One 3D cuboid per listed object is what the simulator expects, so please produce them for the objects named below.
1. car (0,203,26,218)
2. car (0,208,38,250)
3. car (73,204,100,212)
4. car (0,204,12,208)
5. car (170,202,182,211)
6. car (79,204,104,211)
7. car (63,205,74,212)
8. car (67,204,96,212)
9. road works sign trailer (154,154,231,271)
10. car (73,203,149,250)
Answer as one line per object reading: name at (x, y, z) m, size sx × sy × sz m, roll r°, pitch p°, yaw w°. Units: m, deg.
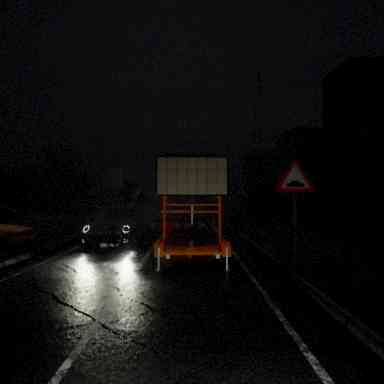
car at (-22.018, 2.127, 38.541) m, size 4.553 × 1.767 × 2.185 m, roll 0°, pitch -2°, yaw 0°
car at (-9.394, 1.586, 14.012) m, size 5.366 × 1.575 × 1.946 m, roll 0°, pitch -1°, yaw 0°
car at (-21.918, 3.280, 69.405) m, size 5.008 × 1.535 × 2.097 m, roll 0°, pitch -2°, yaw 0°
car at (-21.953, 2.189, 35.367) m, size 4.674 × 1.452 × 2.002 m, roll 0°, pitch -2°, yaw 0°
car at (-3.202, 3.531, 73.552) m, size 1.994 × 1.385 × 4.181 m, roll 0°, pitch -2°, yaw 0°
car at (-21.902, 3.425, 72.550) m, size 4.674 × 1.452 × 2.002 m, roll 0°, pitch -2°, yaw 0°
car at (-21.925, 3.103, 62.858) m, size 4.674 × 1.452 × 2.002 m, roll 0°, pitch -2°, yaw 0°
car at (-21.915, 3.173, 66.133) m, size 4.892 × 1.521 × 2.231 m, roll 0°, pitch -2°, yaw 0°
road works sign trailer at (0.005, 0.533, 11.097) m, size 2.380 × 3.560 × 2.880 m, roll 0°, pitch -1°, yaw -1°
car at (-3.371, 1.480, 14.944) m, size 2.097 × 1.767 × 4.553 m, roll 0°, pitch -1°, yaw 0°
